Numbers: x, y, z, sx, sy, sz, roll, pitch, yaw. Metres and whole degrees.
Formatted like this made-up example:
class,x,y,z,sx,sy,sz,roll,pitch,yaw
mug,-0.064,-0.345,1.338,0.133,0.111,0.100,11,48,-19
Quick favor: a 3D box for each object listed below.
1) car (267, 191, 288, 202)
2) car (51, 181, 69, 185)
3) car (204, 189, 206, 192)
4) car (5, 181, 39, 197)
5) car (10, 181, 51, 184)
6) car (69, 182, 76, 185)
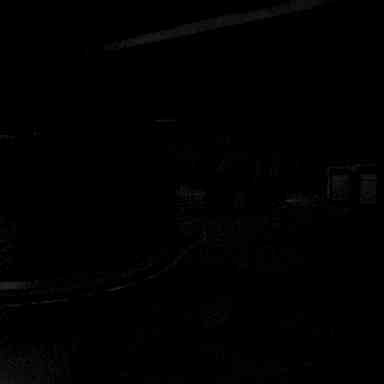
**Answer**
class,x,y,z,sx,sy,sz,roll,pitch,yaw
car,12.011,0.568,47.157,1.812,1.442,4.674,2,2,36
car,-26.788,-1.260,65.469,3.866,1.878,1.905,2,2,35
car,4.875,-0.314,65.613,5.027,1.636,2.152,2,2,35
car,-21.776,-0.468,42.440,4.605,1.855,1.932,2,2,35
car,-17.244,-0.181,35.223,3.866,1.878,1.905,2,2,35
car,-25.450,-1.285,68.081,4.605,1.855,1.932,2,2,35
